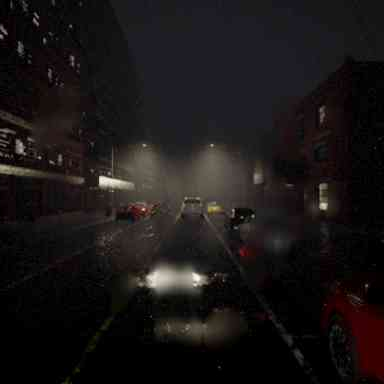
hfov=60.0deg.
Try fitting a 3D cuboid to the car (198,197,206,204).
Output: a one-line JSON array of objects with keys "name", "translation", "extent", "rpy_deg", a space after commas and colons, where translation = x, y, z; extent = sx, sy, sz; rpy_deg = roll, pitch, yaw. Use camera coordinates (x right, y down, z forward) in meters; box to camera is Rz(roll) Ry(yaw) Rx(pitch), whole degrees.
[{"name": "car", "translation": [2.700, 2.372, 90.968], "extent": [2.192, 1.841, 5.009], "rpy_deg": [0, -1, 0]}]

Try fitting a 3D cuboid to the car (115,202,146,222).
[{"name": "car", "translation": [-5.686, 1.871, 30.037], "extent": [1.887, 1.381, 4.507], "rpy_deg": [0, -1, 0]}]

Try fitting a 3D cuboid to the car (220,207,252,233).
[{"name": "car", "translation": [3.148, 1.736, 21.525], "extent": [1.837, 1.490, 4.892], "rpy_deg": [0, -1, 0]}]

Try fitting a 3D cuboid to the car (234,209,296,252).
[{"name": "car", "translation": [3.150, 1.681, 14.525], "extent": [1.812, 1.442, 4.674], "rpy_deg": [0, -1, 0]}]

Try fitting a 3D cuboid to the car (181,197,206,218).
[{"name": "car", "translation": [0.047, 1.598, 34.501], "extent": [2.150, 2.045, 5.566], "rpy_deg": [0, -1, 1]}]

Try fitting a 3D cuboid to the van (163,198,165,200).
[{"name": "van", "translation": [-5.684, 1.920, 52.196], "extent": [1.690, 1.788, 3.998], "rpy_deg": [0, -1, 0]}]

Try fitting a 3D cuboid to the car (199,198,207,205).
[{"name": "car", "translation": [2.700, 2.428, 85.427], "extent": [1.967, 1.590, 4.097], "rpy_deg": [0, -1, 0]}]

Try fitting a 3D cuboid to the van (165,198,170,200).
[{"name": "van", "translation": [-5.683, 2.053, 63.272], "extent": [1.690, 1.788, 3.998], "rpy_deg": [0, -1, 0]}]

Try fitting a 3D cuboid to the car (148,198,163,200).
[{"name": "car", "translation": [-5.684, 1.829, 46.656], "extent": [2.192, 1.841, 5.009], "rpy_deg": [0, -1, 0]}]

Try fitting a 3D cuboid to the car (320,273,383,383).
[{"name": "car", "translation": [2.694, 1.341, 2.344], "extent": [2.192, 1.841, 5.009], "rpy_deg": [0, -1, 0]}]

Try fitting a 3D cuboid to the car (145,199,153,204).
[{"name": "car", "translation": [-5.685, 1.828, 35.576], "extent": [1.967, 1.590, 4.097], "rpy_deg": [0, -1, 0]}]

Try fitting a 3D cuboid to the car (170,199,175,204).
[{"name": "car", "translation": [-5.682, 2.164, 74.350], "extent": [2.192, 1.841, 5.009], "rpy_deg": [0, -1, 0]}]

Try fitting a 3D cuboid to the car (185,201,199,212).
[{"name": "car", "translation": [0.029, 2.043, 46.897], "extent": [1.812, 1.442, 4.674], "rpy_deg": [0, 0, 0]}]

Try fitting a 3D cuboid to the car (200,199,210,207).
[{"name": "car", "translation": [2.698, 2.220, 68.809], "extent": [1.967, 1.590, 4.097], "rpy_deg": [0, -1, 0]}]

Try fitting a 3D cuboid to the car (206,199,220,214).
[{"name": "car", "translation": [2.695, 1.978, 41.284], "extent": [1.752, 1.417, 4.829], "rpy_deg": [0, -1, 0]}]

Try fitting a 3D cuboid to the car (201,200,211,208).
[{"name": "car", "translation": [2.697, 2.239, 63.439], "extent": [1.752, 1.417, 4.829], "rpy_deg": [0, -1, 0]}]

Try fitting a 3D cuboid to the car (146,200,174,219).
[{"name": "car", "translation": [-3.093, 1.869, 33.447], "extent": [1.837, 1.490, 4.892], "rpy_deg": [0, -1, 0]}]

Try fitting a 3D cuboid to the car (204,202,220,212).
[{"name": "car", "translation": [2.696, 2.065, 46.653], "extent": [2.008, 1.369, 4.403], "rpy_deg": [0, -1, 0]}]
